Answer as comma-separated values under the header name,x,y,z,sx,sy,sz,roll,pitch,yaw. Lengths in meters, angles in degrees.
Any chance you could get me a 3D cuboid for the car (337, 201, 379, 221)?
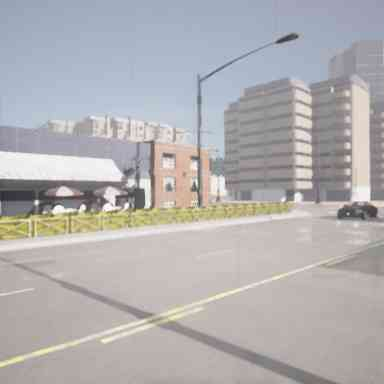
name,x,y,z,sx,sy,sz,roll,pitch,yaw
car,12.829,1.400,25.660,4.181,1.385,1.994,-1,0,-44
